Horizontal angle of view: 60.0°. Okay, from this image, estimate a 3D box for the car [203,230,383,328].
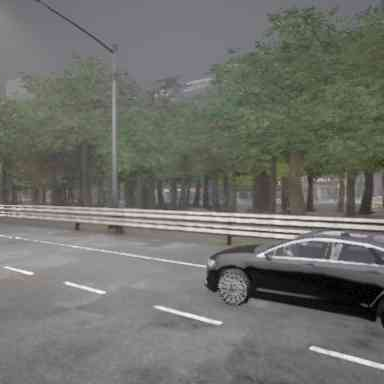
[{"bbox_3d":[2.516,1.492,6.374,4.902,1.511,2.128,0,0,36],"label":"car"}]
